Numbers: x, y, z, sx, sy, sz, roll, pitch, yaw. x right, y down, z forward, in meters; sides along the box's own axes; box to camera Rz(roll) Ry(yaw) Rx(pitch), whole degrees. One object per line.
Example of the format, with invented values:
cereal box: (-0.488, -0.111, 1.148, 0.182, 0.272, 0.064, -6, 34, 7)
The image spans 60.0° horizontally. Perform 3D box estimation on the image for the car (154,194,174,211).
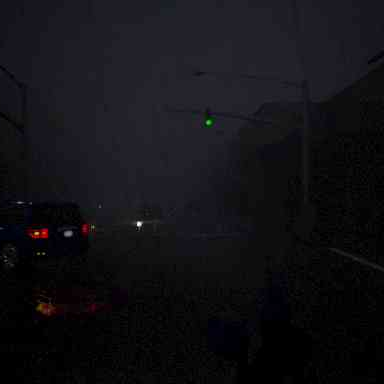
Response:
car: (-3.563, 1.284, 43.161, 2.150, 2.045, 5.566, 0, 0, 0)

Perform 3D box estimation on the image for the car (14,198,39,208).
car: (-25.954, 1.633, 52.234, 1.970, 1.475, 3.806, 0, 0, 0)

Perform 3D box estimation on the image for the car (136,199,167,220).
car: (-3.591, 1.609, 28.838, 1.994, 1.385, 4.181, 0, 0, 0)

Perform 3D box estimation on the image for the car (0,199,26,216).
car: (-18.924, 1.541, 33.763, 2.007, 1.523, 4.514, 0, 0, 0)

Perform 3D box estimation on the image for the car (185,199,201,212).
car: (0.099, 1.553, 40.092, 2.128, 1.511, 4.902, 0, 0, 0)

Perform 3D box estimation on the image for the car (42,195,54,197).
car: (-22.627, 1.348, 51.633, 1.905, 1.878, 3.866, 0, 0, 0)

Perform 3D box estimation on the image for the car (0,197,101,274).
car: (-5.928, 1.320, 11.219, 5.566, 2.045, 2.150, 0, 0, 32)

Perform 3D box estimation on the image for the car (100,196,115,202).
car: (-22.174, 1.803, 85.634, 4.611, 1.667, 2.242, 0, 0, 0)
